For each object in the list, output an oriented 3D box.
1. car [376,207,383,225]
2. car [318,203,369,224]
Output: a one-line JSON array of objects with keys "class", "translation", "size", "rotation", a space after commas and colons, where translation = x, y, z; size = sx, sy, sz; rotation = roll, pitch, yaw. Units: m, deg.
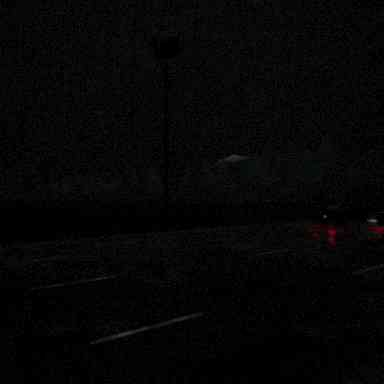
[{"class": "car", "translation": [14.536, 1.522, 22.800], "size": [4.892, 1.490, 1.837], "rotation": [0, 0, -35]}, {"class": "car", "translation": [11.265, 1.542, 24.784], "size": [4.674, 1.442, 1.812], "rotation": [0, 0, -35]}]
